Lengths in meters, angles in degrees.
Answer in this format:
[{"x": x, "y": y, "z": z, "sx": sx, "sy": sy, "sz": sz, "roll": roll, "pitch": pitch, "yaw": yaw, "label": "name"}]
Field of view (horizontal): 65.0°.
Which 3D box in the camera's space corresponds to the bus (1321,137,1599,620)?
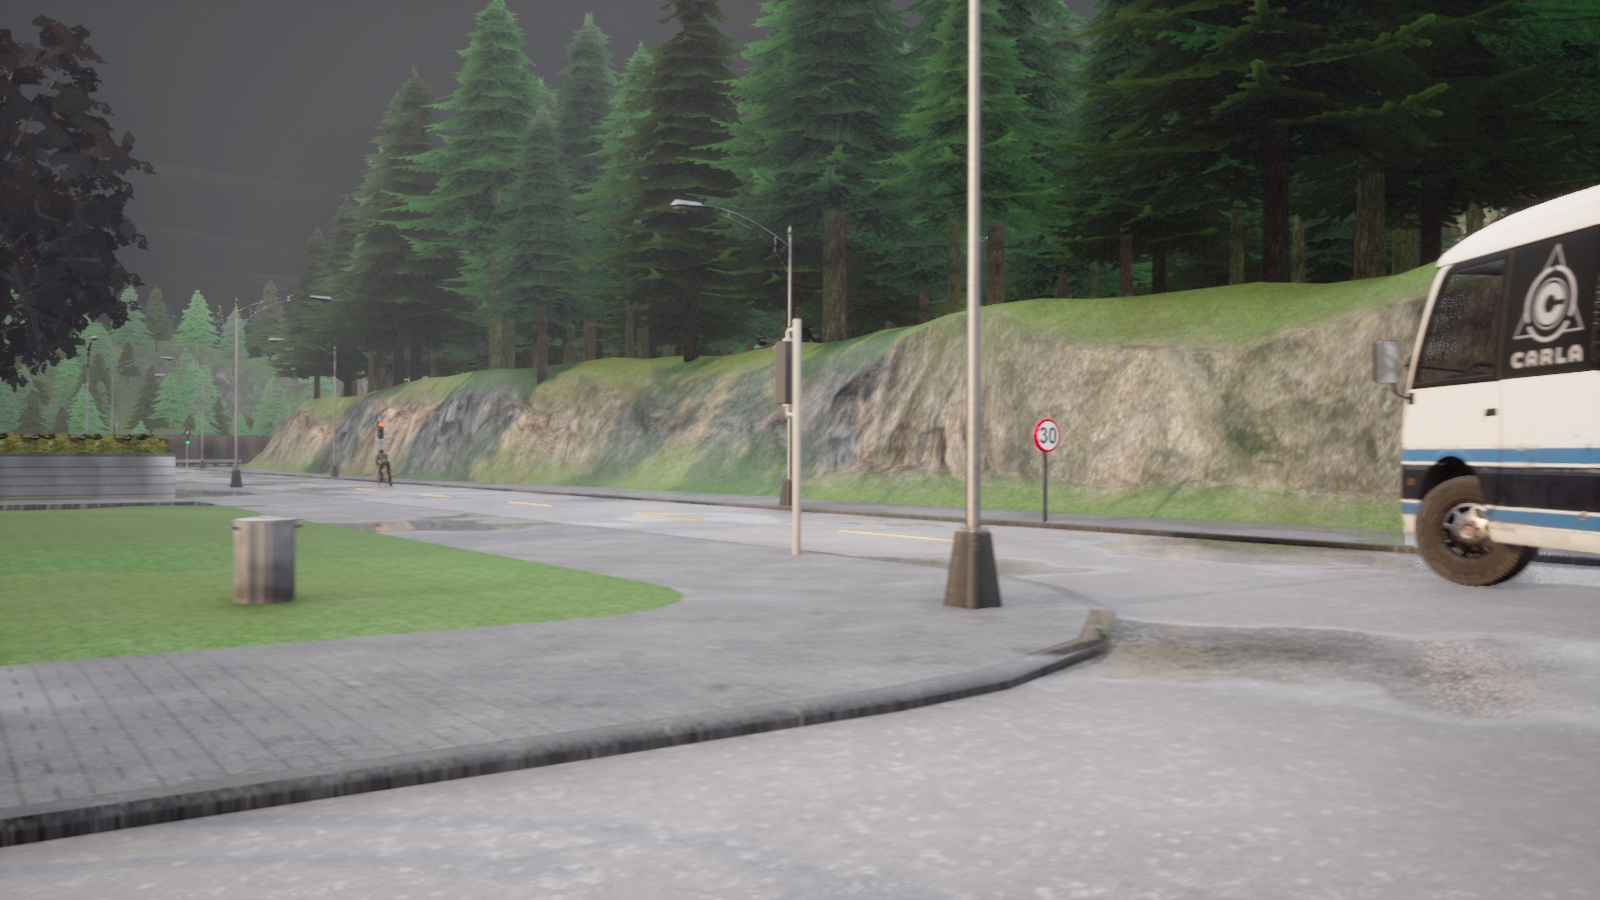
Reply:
[{"x": 8.997, "y": -0.614, "z": 11.324, "sx": 3.944, "sy": 4.253, "sz": 10.273, "roll": 1, "pitch": 0, "yaw": -2, "label": "bus"}]
